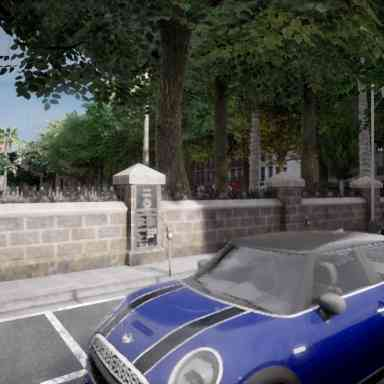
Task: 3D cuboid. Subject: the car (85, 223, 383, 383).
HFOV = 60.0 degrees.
[{"bbox_3d":[1.090,1.352,4.157,4.553,1.767,2.097,0,0,-35],"label":"car"}]
